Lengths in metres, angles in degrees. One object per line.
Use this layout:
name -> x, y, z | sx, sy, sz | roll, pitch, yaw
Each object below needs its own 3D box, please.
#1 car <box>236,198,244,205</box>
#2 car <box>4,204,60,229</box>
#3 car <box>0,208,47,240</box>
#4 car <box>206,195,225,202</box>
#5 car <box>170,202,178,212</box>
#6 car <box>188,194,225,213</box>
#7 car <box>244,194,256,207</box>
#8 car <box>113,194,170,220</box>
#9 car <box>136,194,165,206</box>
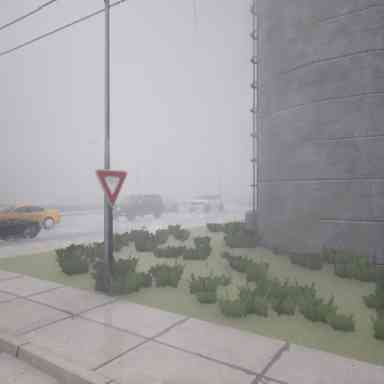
car -> 9.682, 1.312, 57.120 | 3.866, 1.878, 1.905 | 0, 0, 34
car -> -10.207, 1.477, 19.430 | 1.882, 1.535, 5.008 | 0, 0, 33
car -> -9.020, 1.600, 14.623 | 1.895, 1.301, 4.718 | 0, 0, 21
car -> 5.265, 1.520, 74.783 | 3.905, 1.438, 1.784 | 0, 0, 34
car -> -3.680, 1.479, 36.936 | 4.611, 1.667, 2.242 | 0, 0, 34
car -> 1.731, 1.221, 37.676 | 2.150, 2.045, 5.566 | 0, 0, 33
car -> 10.430, 1.317, 50.812 | 2.150, 2.045, 5.566 | 0, 0, 33
car -> -4.587, 1.221, 28.025 | 2.150, 2.045, 5.566 | 0, 0, 33
car -> -6.994, 1.309, 55.939 | 4.605, 1.855, 1.932 | 0, 0, 34
